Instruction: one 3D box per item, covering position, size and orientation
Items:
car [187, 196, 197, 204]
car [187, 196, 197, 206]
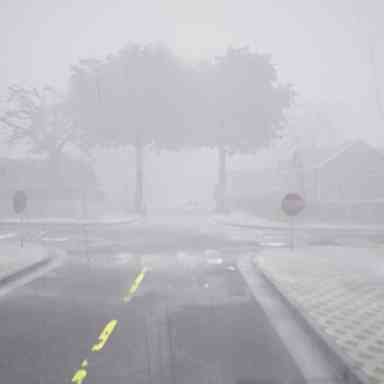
[{"bbox_3d":[0.011,1.663,71.675,2.097,1.767,4.553,0,0,0],"label":"car"},{"bbox_3d":[0.010,1.879,61.655,1.994,1.385,4.181,0,0,0],"label":"car"}]
